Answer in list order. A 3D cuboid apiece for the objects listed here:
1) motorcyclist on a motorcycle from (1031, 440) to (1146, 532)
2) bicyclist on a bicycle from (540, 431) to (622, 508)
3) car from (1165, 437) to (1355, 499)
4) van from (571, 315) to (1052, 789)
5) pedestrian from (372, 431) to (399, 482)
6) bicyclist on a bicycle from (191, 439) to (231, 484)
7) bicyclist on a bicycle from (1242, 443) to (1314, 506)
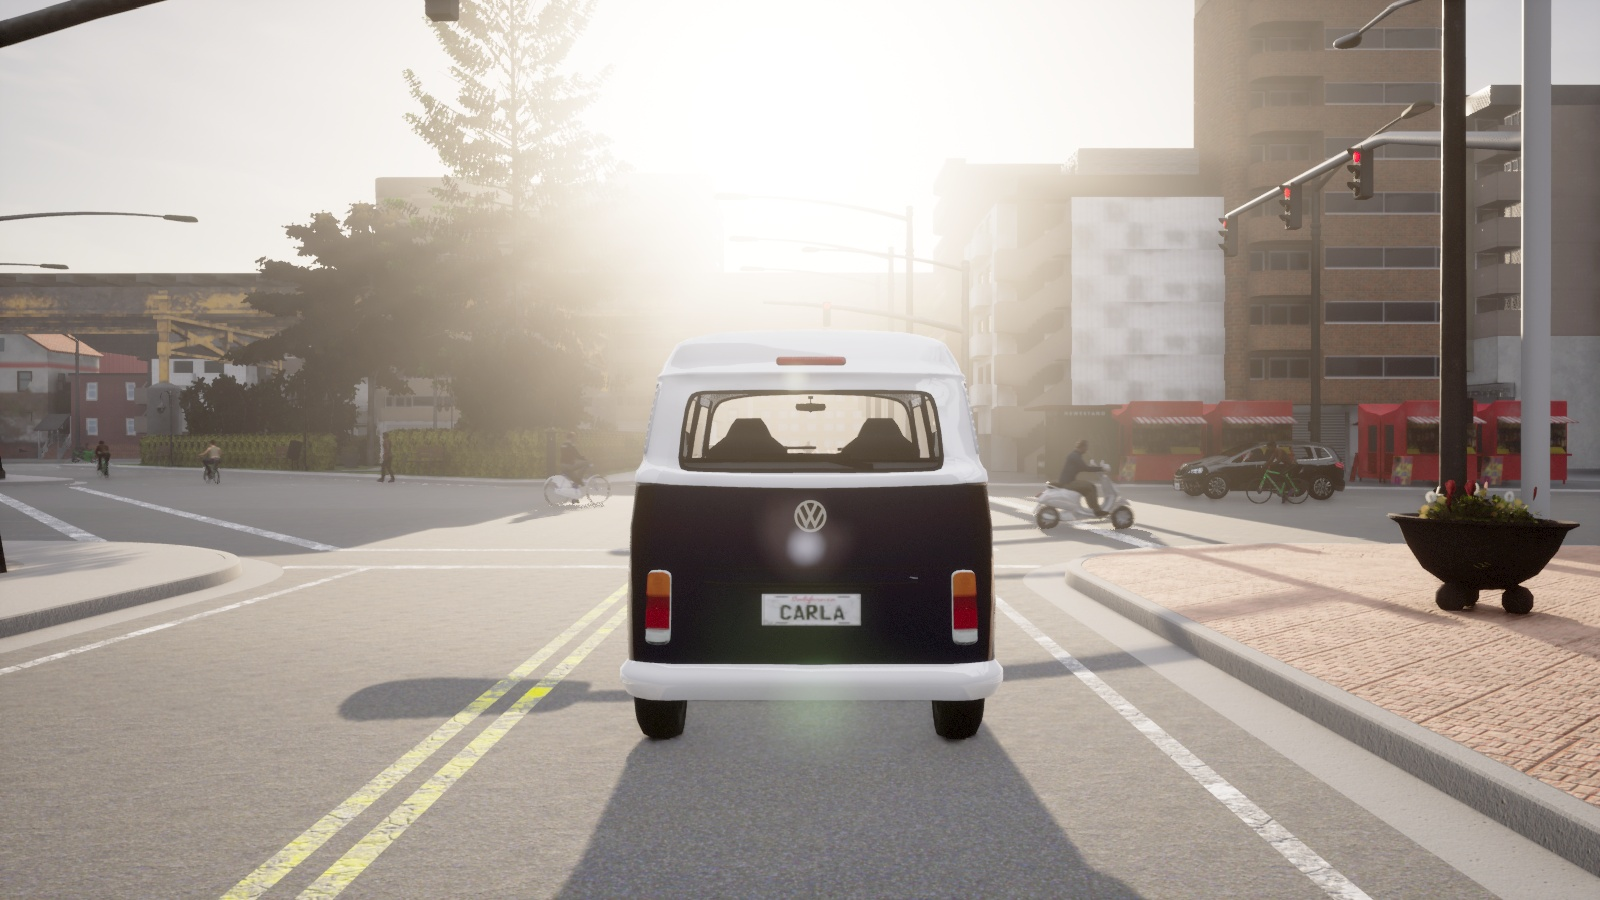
[{"bbox_3d":[5.047,0.616,22.072,1.817,1.590,0.866,0,0,0],"label":"motorcyclist on a motorcycle"},{"bbox_3d":[-5.213,0.450,29.949,1.843,1.776,0.659,0,0,-43],"label":"bicyclist on a bicycle"},{"bbox_3d":[13.121,0.503,36.080,4.611,1.667,2.242,1,0,0],"label":"car"},{"bbox_3d":[0.066,0.427,7.651,2.069,2.038,4.480,0,0,0],"label":"van"},{"bbox_3d":[-14.796,0.227,44.869,0.869,1.805,0.328,0,0,-9],"label":"pedestrian"},{"bbox_3d":[-21.316,0.403,45.429,0.866,1.612,1.509,0,0,-44],"label":"bicyclist on a bicycle"},{"bbox_3d":[12.392,0.626,32.583,1.656,1.620,0.582,0,0,0],"label":"bicyclist on a bicycle"}]
